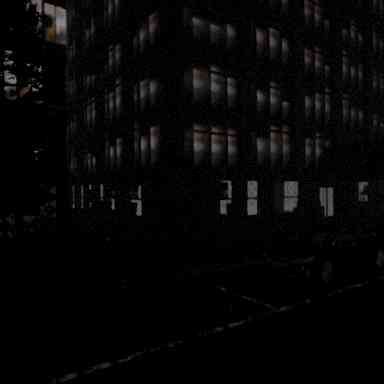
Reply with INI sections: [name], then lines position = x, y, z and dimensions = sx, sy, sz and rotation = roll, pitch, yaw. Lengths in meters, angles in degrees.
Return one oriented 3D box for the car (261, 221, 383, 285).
[car]
position = 3.807, 1.532, 9.308
dimensions = 4.403, 1.369, 2.008
rotation = 0, 0, -36
